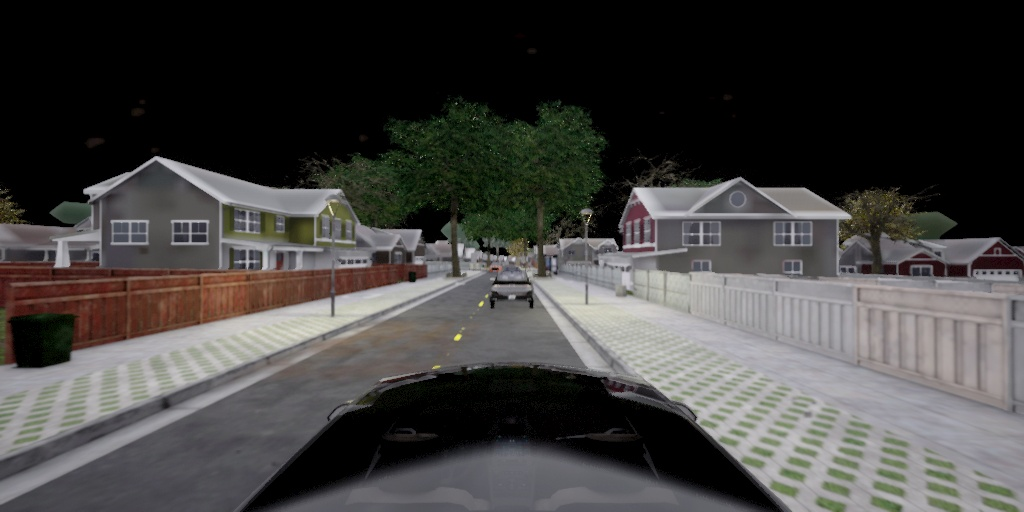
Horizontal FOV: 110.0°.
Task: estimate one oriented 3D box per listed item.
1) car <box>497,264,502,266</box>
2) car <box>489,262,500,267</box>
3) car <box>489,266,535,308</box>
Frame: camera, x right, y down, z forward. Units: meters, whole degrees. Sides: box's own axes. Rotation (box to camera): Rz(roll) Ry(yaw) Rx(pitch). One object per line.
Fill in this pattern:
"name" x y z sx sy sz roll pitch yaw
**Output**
"car" -0.002 1.632 30.844 2.033 1.411 5.357 0 -1 0
"car" -2.759 1.874 60.400 2.097 1.767 4.553 0 -1 0
"car" 0.001 1.394 16.152 2.128 1.511 4.902 0 -1 0
